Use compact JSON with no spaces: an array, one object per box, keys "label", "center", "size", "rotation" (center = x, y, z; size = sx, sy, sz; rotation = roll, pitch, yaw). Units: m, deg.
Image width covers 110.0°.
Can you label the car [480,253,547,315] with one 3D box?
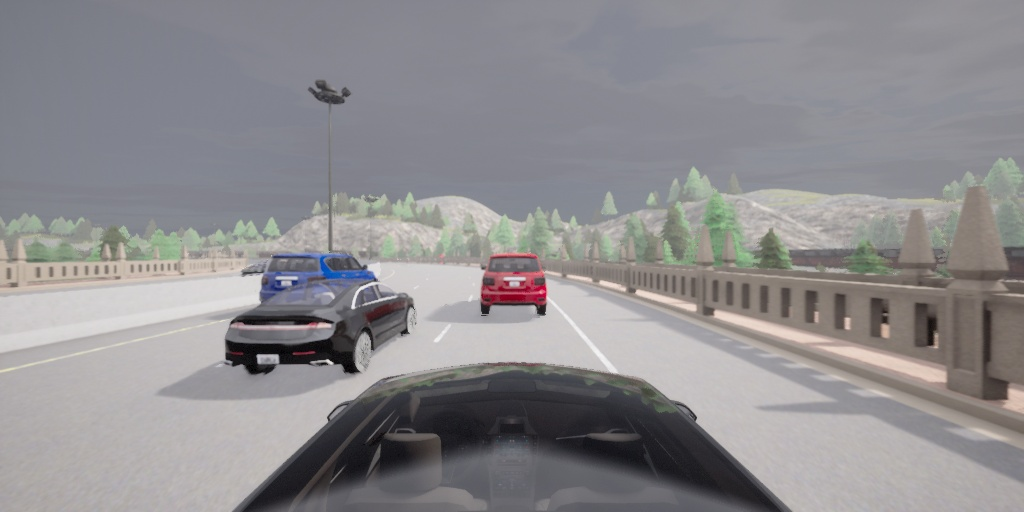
[{"label":"car","center":[-0.005,0.918,13.396],"size":[2.150,2.045,5.566],"rotation":[0,0,-2]}]

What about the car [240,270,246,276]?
[{"label":"car","center":[-19.445,1.259,28.560],"size":[1.895,1.301,4.718],"rotation":[0,0,-12]}]

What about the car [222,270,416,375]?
[{"label":"car","center":[-3.404,1.216,7.425],"size":[2.128,1.511,4.902],"rotation":[0,0,0]}]

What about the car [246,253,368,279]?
[{"label":"car","center":[-7.017,0.918,13.687],"size":[2.150,2.045,5.566],"rotation":[0,0,-2]}]
